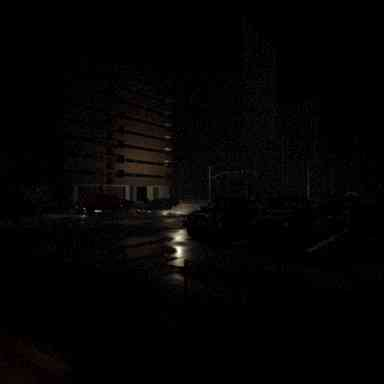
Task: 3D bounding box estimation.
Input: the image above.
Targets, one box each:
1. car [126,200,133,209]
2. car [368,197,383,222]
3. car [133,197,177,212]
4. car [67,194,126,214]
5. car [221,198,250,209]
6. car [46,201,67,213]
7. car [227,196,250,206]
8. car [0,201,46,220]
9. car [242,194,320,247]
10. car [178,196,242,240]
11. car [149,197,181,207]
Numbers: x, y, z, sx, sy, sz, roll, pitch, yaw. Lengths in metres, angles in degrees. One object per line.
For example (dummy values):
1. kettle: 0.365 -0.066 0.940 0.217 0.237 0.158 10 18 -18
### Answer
1. car: -9.885 1.547 43.091 2.033 1.411 5.357 0 0 34
2. car: 15.988 1.395 27.256 1.970 1.475 3.806 0 0 34
3. car: -4.207 1.601 38.640 1.895 1.301 4.718 0 0 34
4. car: -10.244 1.221 36.285 2.150 2.045 5.566 0 0 34
5. car: 6.354 1.547 48.073 2.033 1.411 5.357 0 0 34
6. car: -15.267 1.601 35.092 1.895 1.301 4.718 0 0 34
7. car: 8.084 1.478 56.919 1.882 1.535 5.008 0 0 34
8. car: -15.356 1.564 28.689 1.994 1.385 4.181 0 0 34
9. car: 3.950 1.156 14.313 1.905 1.878 3.866 0 0 34
10. car: 1.585 1.153 15.981 1.932 1.855 4.605 0 0 34
11. car: -4.045 1.547 51.702 2.033 1.411 5.357 0 0 35
